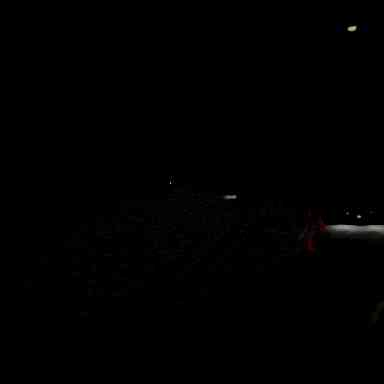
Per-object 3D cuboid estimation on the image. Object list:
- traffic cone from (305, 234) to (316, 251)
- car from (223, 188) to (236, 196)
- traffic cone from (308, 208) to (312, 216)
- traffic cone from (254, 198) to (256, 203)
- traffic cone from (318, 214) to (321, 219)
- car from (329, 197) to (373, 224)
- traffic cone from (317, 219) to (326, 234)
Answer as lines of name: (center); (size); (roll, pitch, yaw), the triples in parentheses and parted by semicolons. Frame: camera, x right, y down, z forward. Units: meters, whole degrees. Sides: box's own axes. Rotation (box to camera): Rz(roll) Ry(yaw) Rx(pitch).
traffic cone: (4.323, 1.838, 12.185); (0.340, 0.580, 0.340); (0, 1, 30)
car: (7.659, -0.016, 69.332); (2.128, 1.511, 4.902); (0, 2, -7)
traffic cone: (8.953, 1.535, 25.281); (0.340, 0.580, 0.340); (0, 1, 9)
traffic cone: (8.380, 1.111, 44.597); (0.340, 0.580, 0.340); (0, 1, -5)
traffic cone: (7.965, 1.638, 20.731); (0.340, 0.580, 0.340); (0, 1, 16)
car: (10.300, 1.145, 21.806); (1.837, 1.490, 4.892); (0, 1, 12)
traffic cone: (6.415, 1.743, 16.342); (0.340, 0.580, 0.340); (0, 1, 23)
